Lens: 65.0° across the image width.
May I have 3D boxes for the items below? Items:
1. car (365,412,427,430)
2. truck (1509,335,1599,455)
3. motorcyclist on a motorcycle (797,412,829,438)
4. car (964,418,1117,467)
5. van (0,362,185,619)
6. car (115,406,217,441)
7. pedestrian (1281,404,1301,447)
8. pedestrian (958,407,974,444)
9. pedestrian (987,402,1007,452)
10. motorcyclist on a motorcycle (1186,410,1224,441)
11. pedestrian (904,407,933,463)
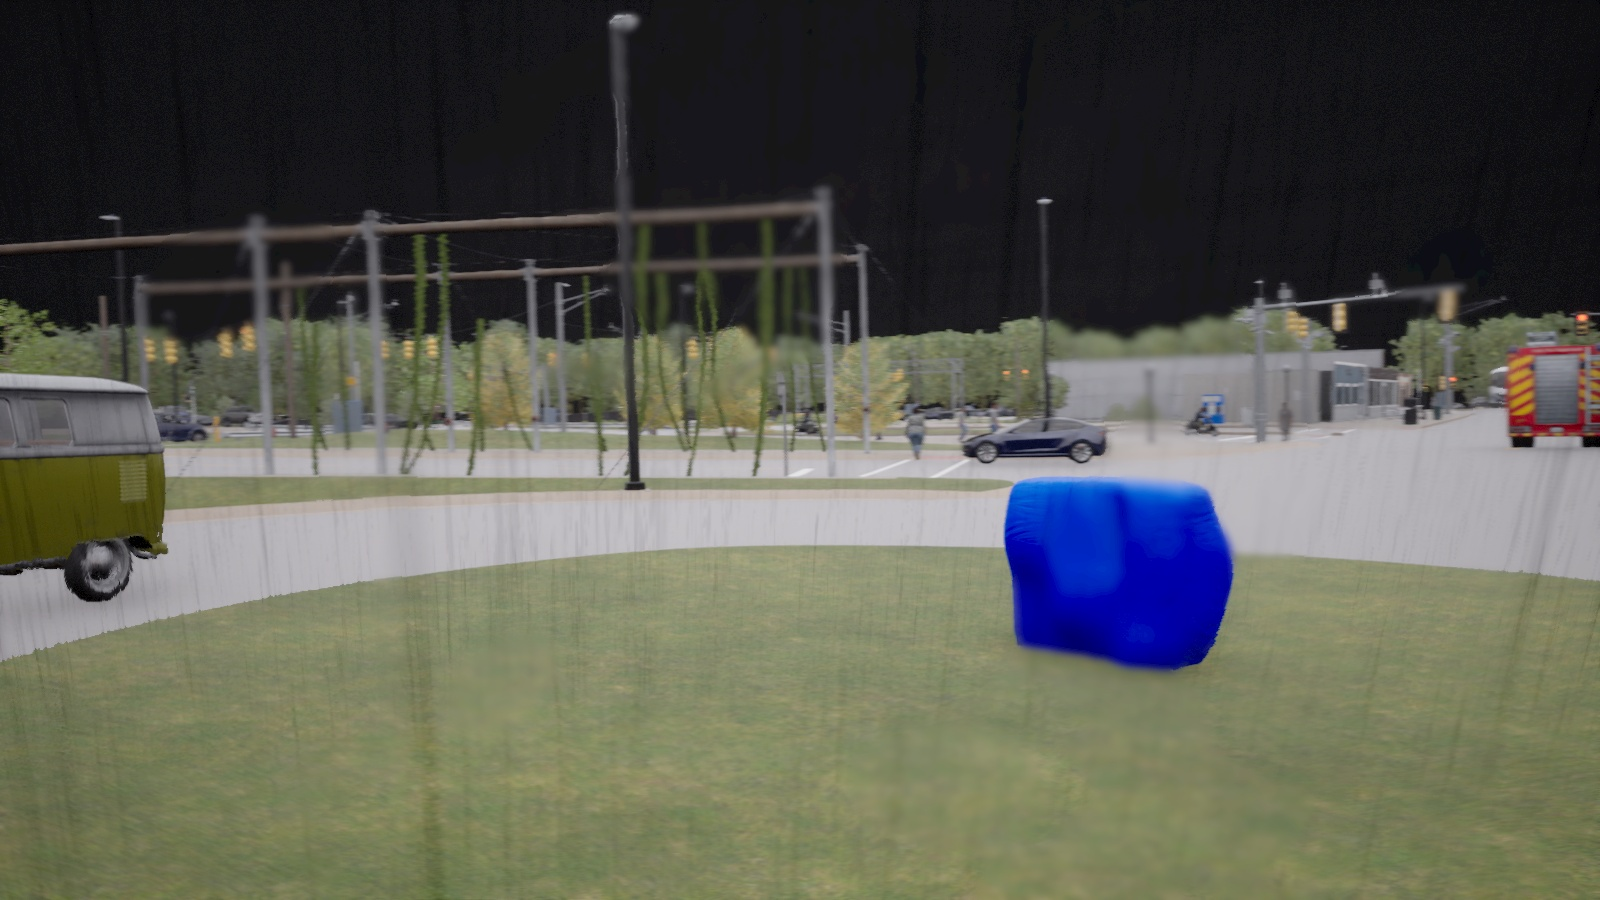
[{"bbox_3d":[-30.196,-2.137,93.844,4.718,1.301,1.895,1,2,35],"label":"car"},{"bbox_3d":[26.810,-1.847,44.097,2.891,3.827,8.468,0,1,32],"label":"truck"},{"bbox_3d":[0.793,-1.565,79.220,1.817,1.590,0.866,1,3,29],"label":"motorcyclist on a motorcycle"},{"bbox_3d":[7.813,-0.274,41.219,4.792,1.488,2.163,0,3,7],"label":"car"},{"bbox_3d":[-7.082,0.302,9.736,1.775,1.987,4.442,1,1,12],"label":"van"},{"bbox_3d":[-30.431,-1.264,60.362,1.851,1.617,3.988,0,1,32],"label":"car"},{"bbox_3d":[22.851,-1.129,58.414,0.659,1.952,0.873,1,3,37],"label":"pedestrian"},{"bbox_3d":[8.260,-1.233,62.468,0.706,1.836,0.354,0,3,30],"label":"pedestrian"},{"bbox_3d":[7.355,-0.850,46.954,0.706,1.836,0.354,-1,3,8],"label":"pedestrian"},{"bbox_3d":[21.828,-1.334,67.712,1.817,1.590,0.866,2,3,28],"label":"motorcyclist on a motorcycle"},{"bbox_3d":[4.043,-0.530,42.651,0.874,1.855,0.900,-1,3,10],"label":"pedestrian"}]
